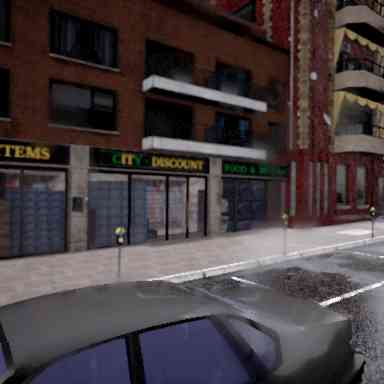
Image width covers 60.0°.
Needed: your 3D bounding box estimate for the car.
[{"bbox_3d":[-0.832,1.539,2.474,5.357,1.411,2.033,-1,1,-35],"label":"car"}]
